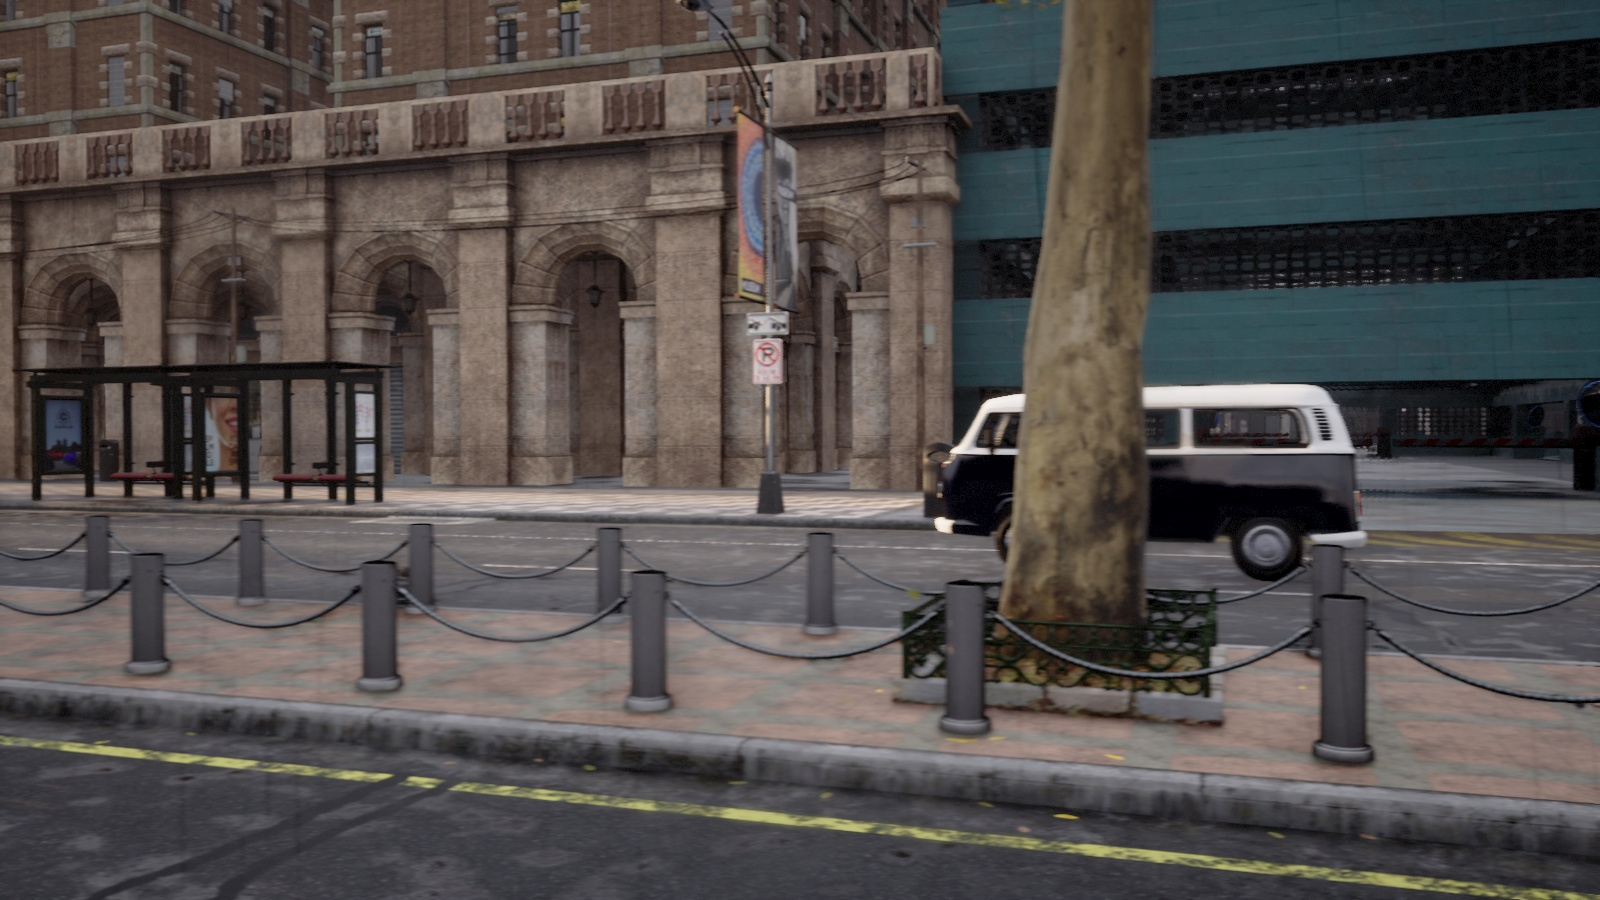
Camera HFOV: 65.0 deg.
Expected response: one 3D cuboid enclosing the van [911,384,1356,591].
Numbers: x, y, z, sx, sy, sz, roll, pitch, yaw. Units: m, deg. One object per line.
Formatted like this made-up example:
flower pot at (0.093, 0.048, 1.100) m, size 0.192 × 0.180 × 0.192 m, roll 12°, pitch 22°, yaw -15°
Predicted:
van at (3.680, 0.338, 14.083) m, size 4.480 × 2.038 × 2.069 m, roll 1°, pitch 1°, yaw 19°
